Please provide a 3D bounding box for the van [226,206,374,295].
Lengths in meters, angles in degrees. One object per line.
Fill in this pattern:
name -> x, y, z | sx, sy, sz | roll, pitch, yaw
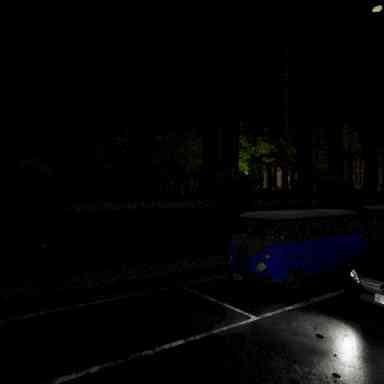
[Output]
van -> 2.705, 1.340, 8.460 | 3.998, 1.788, 1.690 | 0, 0, -35

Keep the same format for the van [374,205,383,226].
van -> 7.312, 1.338, 11.744 | 3.998, 1.788, 1.690 | 0, 0, -35

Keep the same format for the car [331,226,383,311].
car -> 5.081, 1.524, 6.873 | 4.674, 1.442, 1.812 | 0, 0, -36
